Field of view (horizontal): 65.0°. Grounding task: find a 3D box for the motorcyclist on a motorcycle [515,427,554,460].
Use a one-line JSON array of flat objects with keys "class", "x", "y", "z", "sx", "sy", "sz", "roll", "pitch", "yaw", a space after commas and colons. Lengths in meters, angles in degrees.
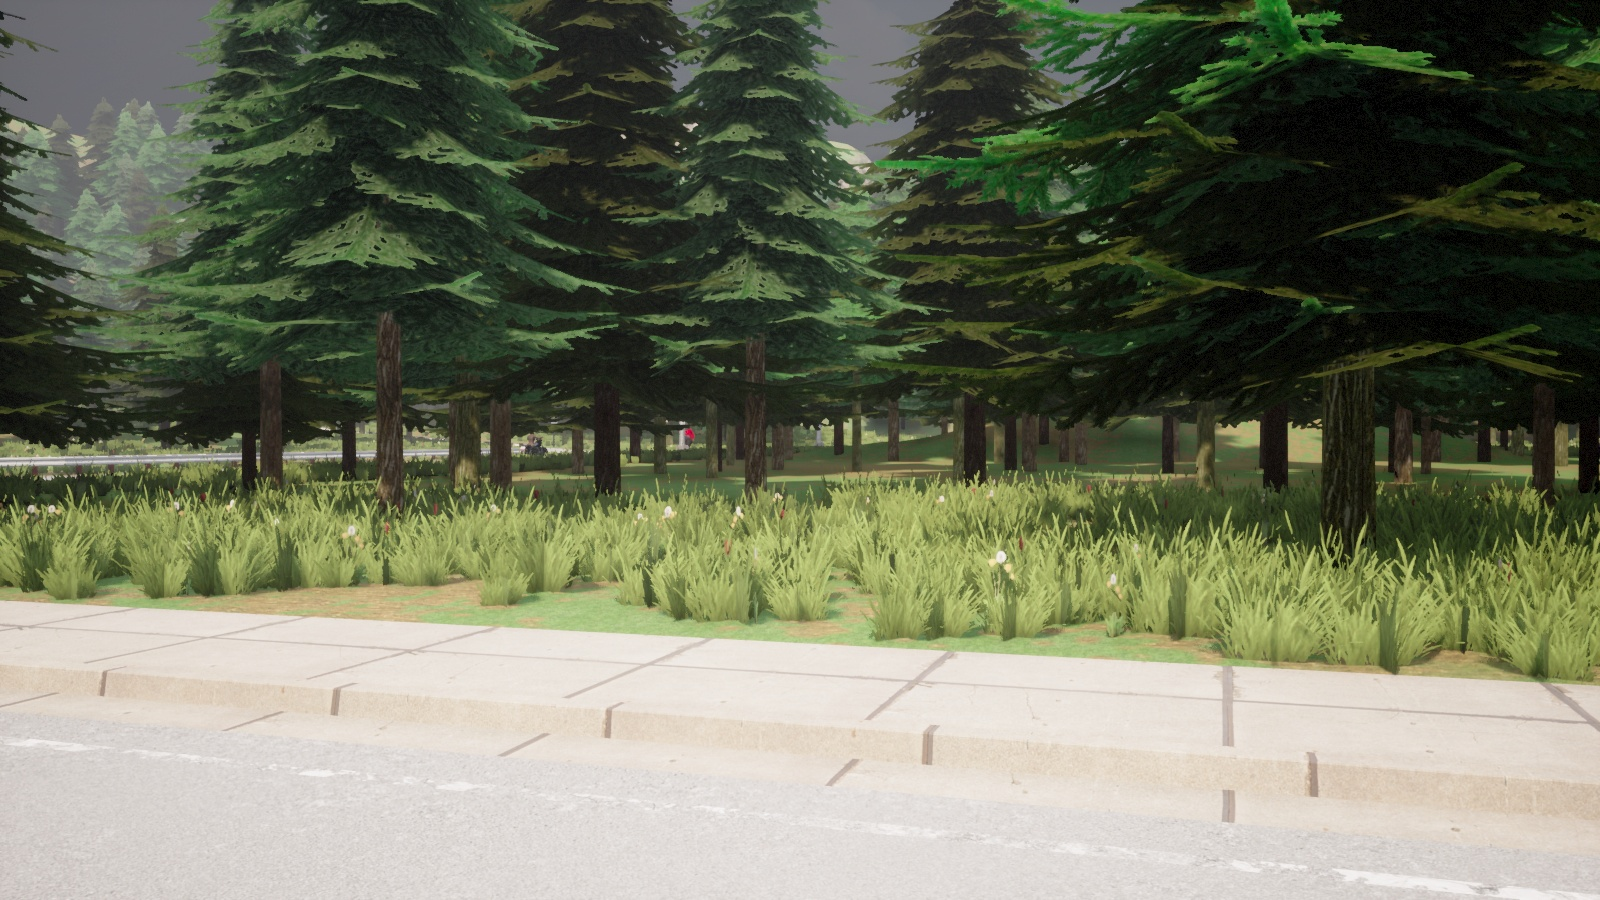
[{"class": "motorcyclist on a motorcycle", "x": -13.463, "y": -0.321, "z": 63.744, "sx": 0.766, "sy": 1.649, "sz": 2.350, "roll": 1, "pitch": 1, "yaw": 20}]
